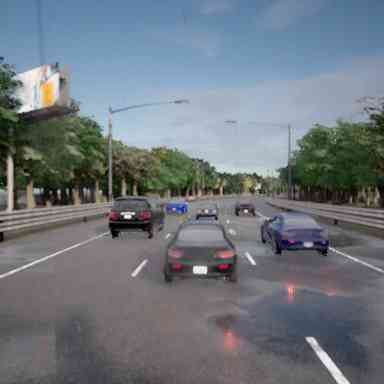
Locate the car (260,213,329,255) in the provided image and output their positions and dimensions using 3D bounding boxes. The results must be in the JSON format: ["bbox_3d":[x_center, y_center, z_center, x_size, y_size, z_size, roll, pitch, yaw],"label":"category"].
[{"bbox_3d":[3.934,1.553,13.248,1.812,1.442,4.674,0,0,3],"label":"car"}]

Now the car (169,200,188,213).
[{"bbox_3d":[-1.531,1.556,35.604,1.882,1.535,5.008,0,0,5],"label":"car"}]

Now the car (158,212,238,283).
[{"bbox_3d":[0.274,1.545,9.605,1.812,1.442,4.674,0,0,2],"label":"car"}]

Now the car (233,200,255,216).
[{"bbox_3d":[5.343,1.580,33.963,1.837,1.490,4.892,0,0,5],"label":"car"}]

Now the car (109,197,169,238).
[{"bbox_3d":[-2.837,1.259,18.115,2.150,2.045,5.566,0,0,3],"label":"car"}]

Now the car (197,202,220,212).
[{"bbox_3d":[1.391,1.611,29.093,2.033,1.411,5.357,0,0,5],"label":"car"}]
